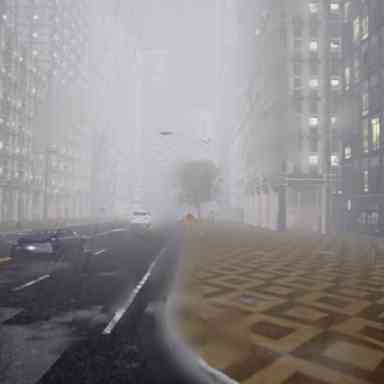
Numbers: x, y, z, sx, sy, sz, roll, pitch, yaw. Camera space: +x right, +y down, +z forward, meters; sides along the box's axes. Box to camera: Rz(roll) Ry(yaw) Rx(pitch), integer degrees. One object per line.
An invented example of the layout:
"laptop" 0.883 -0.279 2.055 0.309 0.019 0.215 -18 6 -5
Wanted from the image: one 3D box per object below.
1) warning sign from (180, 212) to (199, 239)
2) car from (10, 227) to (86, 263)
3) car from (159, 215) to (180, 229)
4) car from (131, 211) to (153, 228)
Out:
"warning sign" -0.208 2.415 24.348 1.300 1.860 1.060 2 -2 0
"car" -6.277 2.266 14.988 1.994 1.385 4.181 1 -3 0
"car" -2.902 3.649 40.024 2.033 1.411 5.357 1 -3 0
"car" -6.193 3.358 41.617 2.150 2.045 5.566 1 -3 0
